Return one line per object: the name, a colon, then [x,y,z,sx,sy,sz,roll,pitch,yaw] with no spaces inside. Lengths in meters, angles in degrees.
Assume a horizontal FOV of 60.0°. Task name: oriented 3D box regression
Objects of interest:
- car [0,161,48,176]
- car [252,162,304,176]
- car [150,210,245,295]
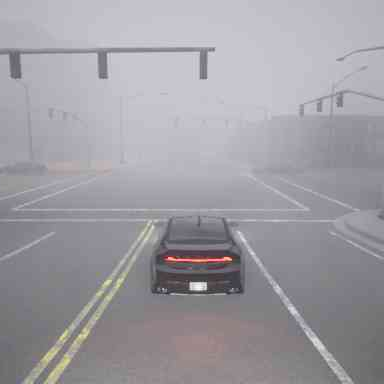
car: [-18.073,-2.526,35.802,4.892,1.490,1.837,0,8,0]
car: [9.248,-2.505,35.870,5.357,1.411,2.033,1,9,6]
car: [0.113,1.198,8.086,1.837,1.490,4.892,0,4,0]
